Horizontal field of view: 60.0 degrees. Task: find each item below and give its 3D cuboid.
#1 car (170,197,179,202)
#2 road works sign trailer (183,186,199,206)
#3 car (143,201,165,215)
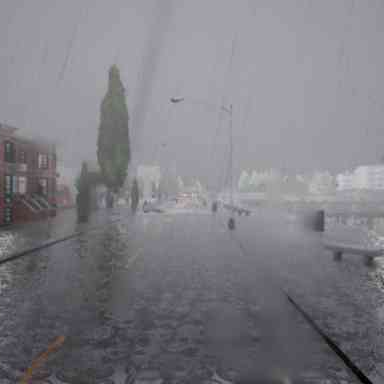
[{"bbox_3d":[-4.007,1.707,77.049,1.895,1.301,4.718,0,0,0],"label":"car"},{"bbox_3d":[-0.005,0.634,57.273,2.380,3.560,2.880,0,0,0],"label":"road works sign trailer"},{"bbox_3d":[-4.096,1.708,36.230,1.895,1.301,4.718,0,0,0],"label":"car"}]
